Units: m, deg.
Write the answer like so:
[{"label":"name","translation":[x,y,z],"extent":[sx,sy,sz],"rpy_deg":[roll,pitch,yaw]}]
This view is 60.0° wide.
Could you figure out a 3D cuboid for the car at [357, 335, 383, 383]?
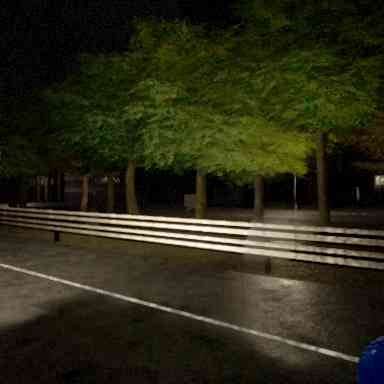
[{"label":"car","translation":[3.494,1.481,1.498],"extent":[5.008,1.535,1.882],"rpy_deg":[0,0,36]}]
